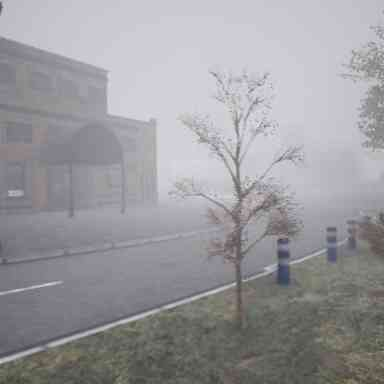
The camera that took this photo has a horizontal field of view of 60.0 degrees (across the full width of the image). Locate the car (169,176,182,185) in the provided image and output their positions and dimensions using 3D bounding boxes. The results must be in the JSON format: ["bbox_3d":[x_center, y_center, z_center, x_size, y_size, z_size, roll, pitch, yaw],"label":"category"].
[{"bbox_3d":[-2.529,-2.485,82.698,2.231,1.521,4.892,6,6,39],"label":"car"}]

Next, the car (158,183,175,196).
[{"bbox_3d":[-5.217,-0.248,54.242,2.002,1.452,4.674,4,6,37],"label":"car"}]

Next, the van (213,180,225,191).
[{"bbox_3d":[6.769,-1.206,67.370,1.878,1.987,4.442,5,5,39],"label":"van"}]

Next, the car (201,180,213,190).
[{"bbox_3d":[5.152,-1.477,69.817,2.435,2.045,5.566,6,6,39],"label":"car"}]

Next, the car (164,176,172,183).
[{"bbox_3d":[-4.081,-2.709,85.280,2.163,1.488,4.792,5,5,38],"label":"car"}]

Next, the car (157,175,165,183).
[{"bbox_3d":[-5.639,-3.241,87.822,2.435,2.045,5.566,5,5,38],"label":"car"}]

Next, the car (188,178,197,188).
[{"bbox_3d":[2.075,-1.855,74.964,2.185,1.767,4.553,5,5,39],"label":"car"}]

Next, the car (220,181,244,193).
[{"bbox_3d":[8.215,-0.726,64.726,2.097,1.535,5.008,5,5,39],"label":"car"}]

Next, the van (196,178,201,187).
[{"bbox_3d":[3.564,-1.701,72.317,1.878,1.987,4.442,6,6,39],"label":"van"}]

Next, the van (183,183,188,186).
[{"bbox_3d":[0.634,-2.212,77.641,1.878,1.987,4.442,5,5,39],"label":"van"}]

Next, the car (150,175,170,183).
[{"bbox_3d":[-8.808,-3.743,92.914,2.435,2.045,5.566,5,5,38],"label":"car"}]
